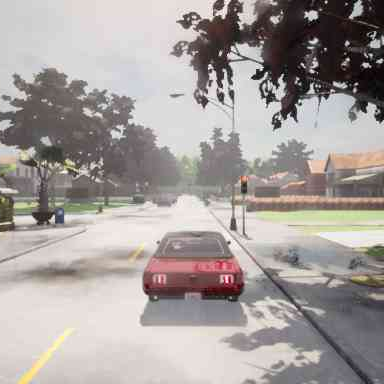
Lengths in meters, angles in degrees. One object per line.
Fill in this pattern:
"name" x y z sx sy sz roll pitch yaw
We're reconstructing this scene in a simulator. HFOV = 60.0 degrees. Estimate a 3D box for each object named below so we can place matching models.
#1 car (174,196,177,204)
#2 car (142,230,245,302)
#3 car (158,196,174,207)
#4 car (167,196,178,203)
"car" -4.135 1.564 60.844 1.994 1.385 4.181 0 0 0
"car" 0.042 1.601 8.226 1.895 1.301 4.718 0 0 1
"car" -4.154 1.601 50.852 1.895 1.301 4.718 0 0 0
"car" -4.080 1.540 71.205 2.033 1.411 5.357 0 0 0
